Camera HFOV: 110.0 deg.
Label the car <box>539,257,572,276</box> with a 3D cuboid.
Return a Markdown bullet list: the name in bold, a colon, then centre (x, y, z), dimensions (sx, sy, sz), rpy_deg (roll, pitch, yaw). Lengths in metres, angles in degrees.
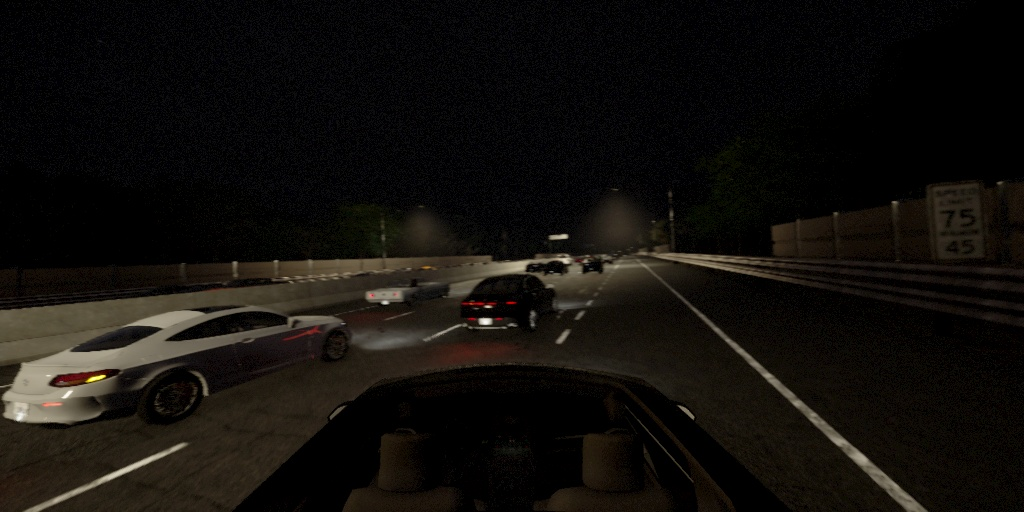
- **car**: centre (4.402, 1.194, 35.497), dimensions (1.837, 1.490, 4.892), rpy_deg (-4, 0, 18)

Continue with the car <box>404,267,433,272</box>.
- **car**: centre (-10.912, 2.136, 44.980), dimensions (1.882, 1.535, 5.008), rpy_deg (-4, -1, 18)

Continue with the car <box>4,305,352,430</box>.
- **car**: centre (-5.074, 1.605, 6.413), dimensions (1.812, 1.442, 4.674), rpy_deg (-4, 0, 18)

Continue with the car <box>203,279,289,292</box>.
- **car**: centre (-14.852, 2.300, 21.750), dimensions (2.033, 1.411, 5.357), rpy_deg (-4, 0, 18)

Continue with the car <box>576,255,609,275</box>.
- **car**: centre (7.982, 0.965, 35.215), dimensions (2.128, 1.511, 4.902), rpy_deg (-4, 0, 18)

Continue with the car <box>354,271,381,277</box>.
- **car**: centre (-18.197, 2.656, 45.118), dimensions (1.994, 1.385, 4.181), rpy_deg (-4, 0, 18)

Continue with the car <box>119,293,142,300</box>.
- **car**: centre (-24.638, 2.863, 25.535), dimensions (1.837, 1.490, 4.892), rpy_deg (-4, 0, 18)

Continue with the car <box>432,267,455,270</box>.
- **car**: centre (-7.490, 2.015, 44.182), dimensions (1.994, 1.385, 4.181), rpy_deg (-4, 0, 18)

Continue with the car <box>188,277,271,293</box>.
- **car**: centre (-17.882, 2.296, 23.746), dimensions (2.097, 1.767, 4.553), rpy_deg (-4, 0, 18)

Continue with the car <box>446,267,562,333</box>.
- **car**: centre (0.099, 1.304, 10.977), dimensions (1.837, 1.490, 4.892), rpy_deg (-4, 0, 18)

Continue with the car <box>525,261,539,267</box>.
- **car**: centre (2.914, 1.312, 42.252), dimensions (2.128, 1.511, 4.902), rpy_deg (-4, 0, 18)

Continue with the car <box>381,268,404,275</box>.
- **car**: centre (-14.111, 2.351, 46.431), dimensions (2.128, 1.511, 4.902), rpy_deg (-4, -1, 18)

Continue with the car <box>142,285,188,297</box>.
- **car**: centre (-21.230, 2.697, 24.716), dimensions (2.033, 1.411, 5.357), rpy_deg (-4, 0, 18)

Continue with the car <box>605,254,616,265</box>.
- **car**: centre (15.806, 0.779, 59.473), dimensions (1.895, 1.301, 4.718), rpy_deg (-4, 0, 18)

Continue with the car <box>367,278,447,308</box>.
- **car**: centre (-4.941, 1.741, 18.022), dimensions (1.895, 1.301, 4.718), rpy_deg (-4, 0, 18)

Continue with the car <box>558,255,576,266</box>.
- **car**: centre (9.161, 0.808, 61.708), dimensions (2.150, 2.045, 5.566), rpy_deg (-4, 0, 18)
